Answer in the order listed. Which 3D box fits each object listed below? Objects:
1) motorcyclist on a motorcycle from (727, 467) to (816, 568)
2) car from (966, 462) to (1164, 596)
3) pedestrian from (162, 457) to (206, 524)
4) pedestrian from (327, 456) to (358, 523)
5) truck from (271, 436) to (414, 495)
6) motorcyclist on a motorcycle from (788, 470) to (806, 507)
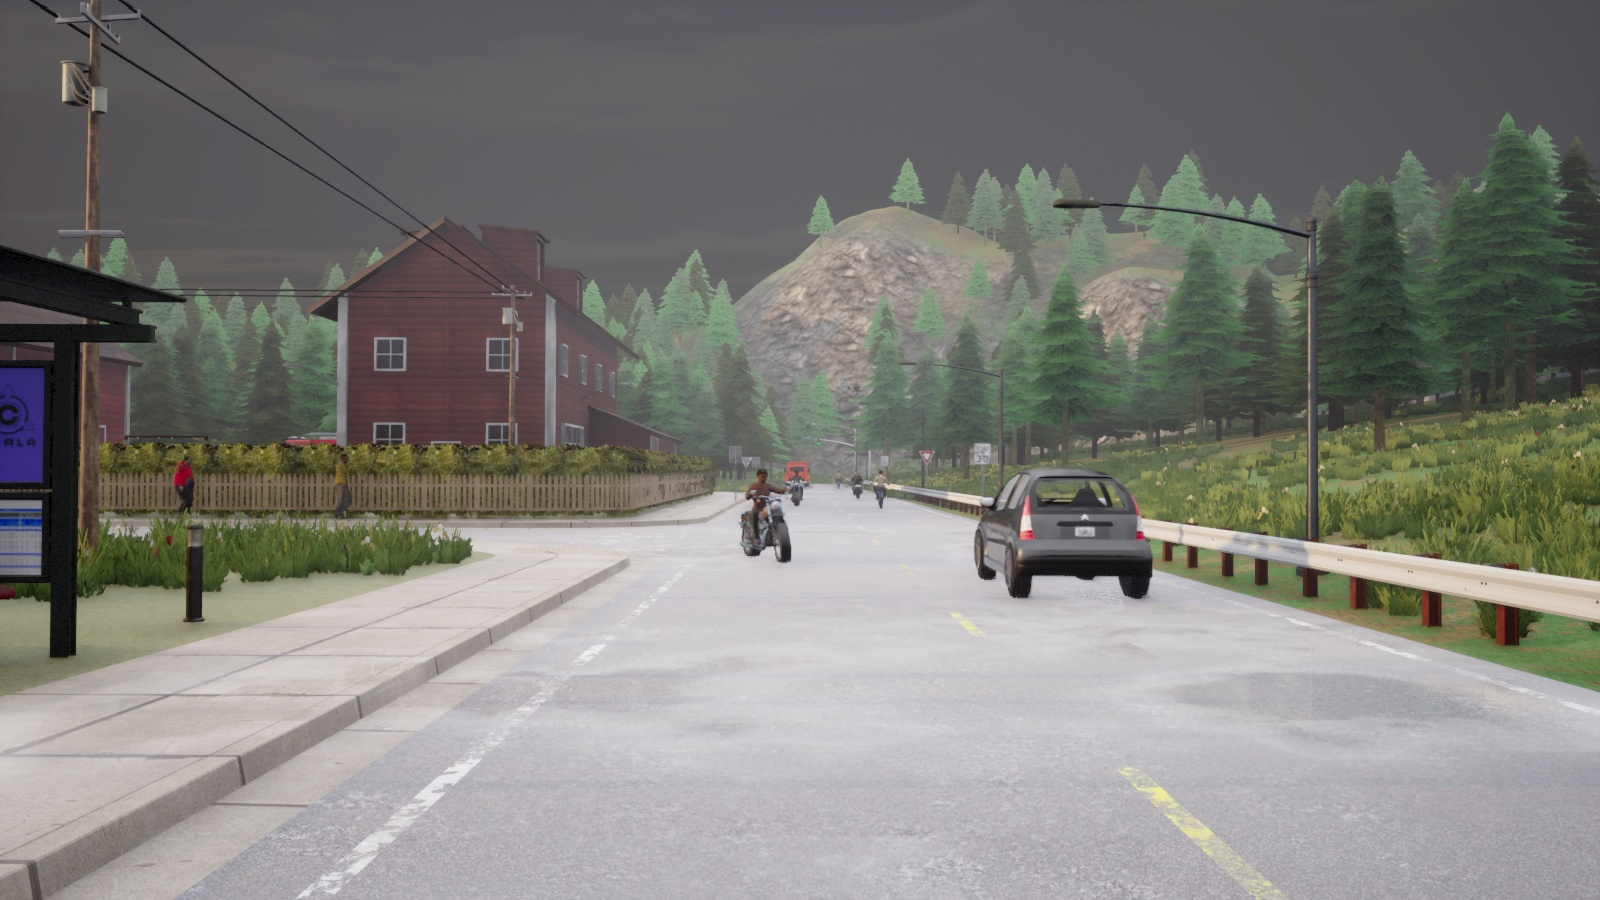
[{"bbox_3d":[-0.534,1.135,21.966,0.766,1.649,2.350,-2,0,-21],"label":"motorcyclist on a motorcycle"},{"bbox_3d":[3.460,0.986,17.153,1.851,1.617,3.988,0,-1,0],"label":"car"},{"bbox_3d":[-17.065,1.121,34.797,0.899,1.844,0.634,0,-1,5],"label":"pedestrian"},{"bbox_3d":[-12.680,1.104,34.797,0.709,1.840,0.431,0,-1,1],"label":"pedestrian"},{"bbox_3d":[-30.233,1.025,83.203,8.468,3.827,2.891,0,-1,0],"label":"truck"},{"bbox_3d":[-0.131,1.707,56.222,0.766,1.649,2.350,0,-1,0],"label":"motorcyclist on a motorcycle"}]
